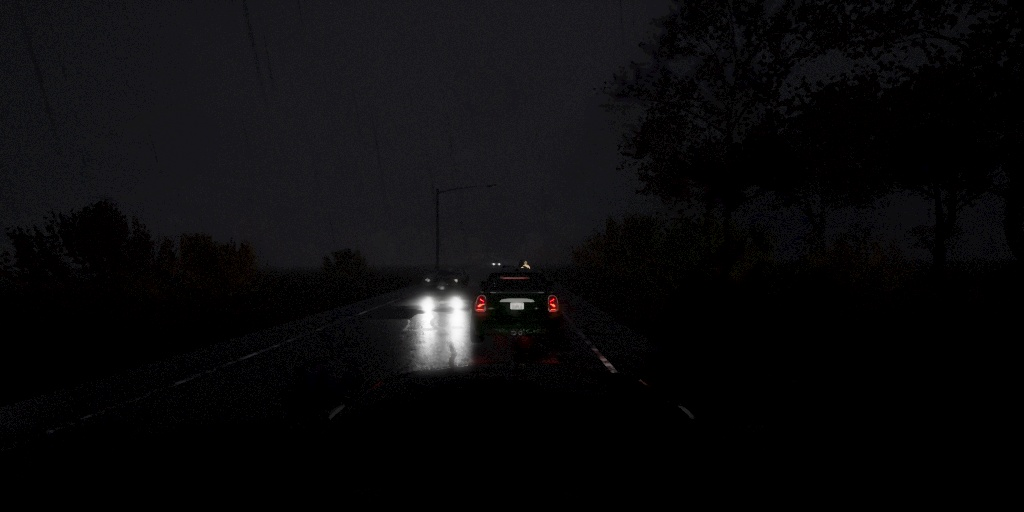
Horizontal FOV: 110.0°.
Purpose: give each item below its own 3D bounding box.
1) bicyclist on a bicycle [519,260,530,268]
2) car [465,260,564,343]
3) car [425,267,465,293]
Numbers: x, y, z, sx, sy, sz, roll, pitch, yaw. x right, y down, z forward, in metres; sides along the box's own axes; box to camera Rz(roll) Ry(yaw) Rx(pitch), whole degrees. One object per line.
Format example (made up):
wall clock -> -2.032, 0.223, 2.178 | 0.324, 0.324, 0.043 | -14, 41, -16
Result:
bicyclist on a bicycle -> 0.974, 1.177, 25.680 | 0.866, 1.612, 1.509 | 0, 0, 1
car -> 0.113, 1.099, 9.857 | 2.097, 1.767, 4.553 | 0, 0, 0
car -> -3.584, 1.344, 20.635 | 1.895, 1.301, 4.718 | 0, 0, 0
